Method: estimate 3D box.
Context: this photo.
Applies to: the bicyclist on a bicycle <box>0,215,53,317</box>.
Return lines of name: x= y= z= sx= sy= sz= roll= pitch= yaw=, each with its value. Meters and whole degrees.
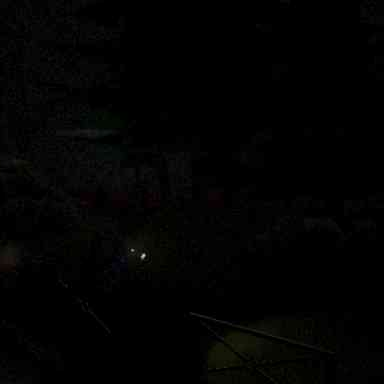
bicyclist on a bicycle: x=-2.884 y=1.196 z=5.457 sx=0.582 sy=1.620 sz=1.656 roll=0 pitch=1 yaw=22

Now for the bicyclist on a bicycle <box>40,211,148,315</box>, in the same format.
bicyclist on a bicycle: x=-1.286 y=1.000 z=5.301 sx=1.656 sy=1.620 sz=0.582 roll=9 pitch=-28 yaw=41
